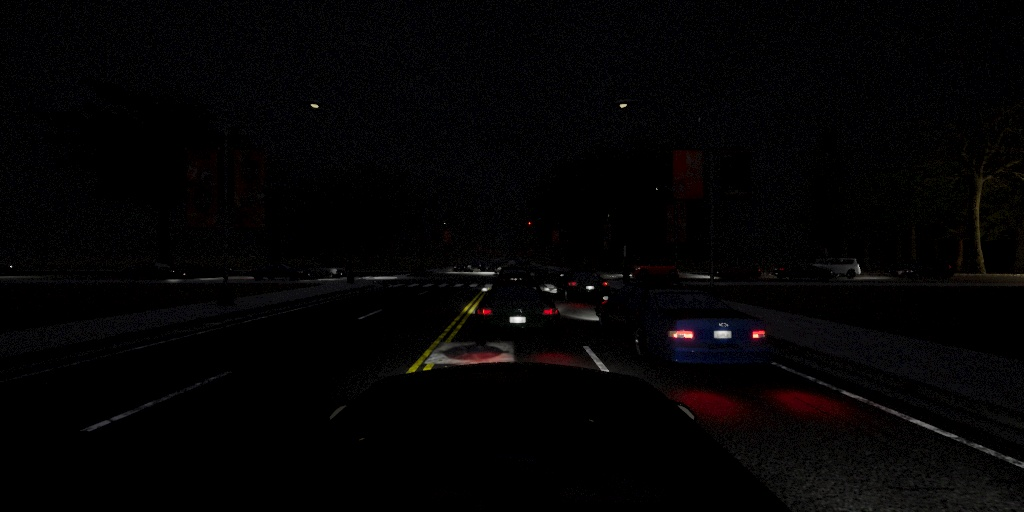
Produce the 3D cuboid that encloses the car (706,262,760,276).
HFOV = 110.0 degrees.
[{"bbox_3d":[24.802,1.474,40.325,4.892,1.490,1.837,0,0,-1],"label":"car"}]

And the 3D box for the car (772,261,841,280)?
[{"bbox_3d":[27.247,1.462,33.645,4.902,1.511,2.128,0,0,0],"label":"car"}]

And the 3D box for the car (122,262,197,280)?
[{"bbox_3d":[-29.714,1.242,29.961,4.674,1.442,1.812,0,0,-1],"label":"car"}]

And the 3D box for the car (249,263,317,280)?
[{"bbox_3d":[-19.390,1.279,30.067,4.674,1.442,1.812,0,0,-2],"label":"car"}]

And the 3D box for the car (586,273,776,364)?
[{"bbox_3d":[3.353,1.302,8.231,2.033,1.411,5.357,0,0,0],"label":"car"}]

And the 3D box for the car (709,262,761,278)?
[{"bbox_3d":[23.232,1.520,37.078,4.181,1.385,1.994,0,0,-2],"label":"car"}]

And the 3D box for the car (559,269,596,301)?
[{"bbox_3d":[3.356,1.339,17.475,1.994,1.385,4.181,0,0,0],"label":"car"}]

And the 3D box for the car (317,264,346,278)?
[{"bbox_3d":[-18.078,1.364,33.321,4.718,1.301,1.895,0,0,-1],"label":"car"}]

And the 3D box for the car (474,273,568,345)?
[{"bbox_3d":[0.106,1.320,9.580,1.994,1.385,4.181,0,0,0],"label":"car"}]

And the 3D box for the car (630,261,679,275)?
[{"bbox_3d":[14.598,1.264,36.984,4.553,1.767,2.097,0,0,-1],"label":"car"}]

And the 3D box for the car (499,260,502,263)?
[{"bbox_3d":[-3.302,1.509,61.103,2.033,1.411,5.357,0,0,1],"label":"car"}]

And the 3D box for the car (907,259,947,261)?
[{"bbox_3d":[45.924,1.326,40.434,5.566,2.045,2.150,0,0,0],"label":"car"}]

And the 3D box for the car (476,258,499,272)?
[{"bbox_3d":[-3.305,1.389,49.498,2.128,1.511,4.902,0,0,-1],"label":"car"}]

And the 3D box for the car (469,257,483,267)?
[{"bbox_3d":[-6.555,1.187,61.332,2.150,2.045,5.566,0,-1,0],"label":"car"}]

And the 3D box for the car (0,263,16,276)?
[{"bbox_3d":[-49.104,1.020,33.079,4.553,1.767,2.097,0,0,0],"label":"car"}]

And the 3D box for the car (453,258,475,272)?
[{"bbox_3d":[-6.688,1.401,48.990,1.837,1.490,4.892,0,-1,3],"label":"car"}]

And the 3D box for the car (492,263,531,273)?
[{"bbox_3d":[0.098,1.283,18.486,1.837,1.490,4.892,0,0,0],"label":"car"}]

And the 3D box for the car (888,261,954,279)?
[{"bbox_3d":[42.657,1.566,37.185,4.902,1.511,2.128,0,0,0],"label":"car"}]

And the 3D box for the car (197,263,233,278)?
[{"bbox_3d":[-28.771,1.326,33.221,4.718,1.301,1.895,0,0,-1],"label":"car"}]

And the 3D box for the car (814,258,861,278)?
[{"bbox_3d":[32.674,1.229,37.135,5.566,2.045,2.150,0,0,0],"label":"car"}]
